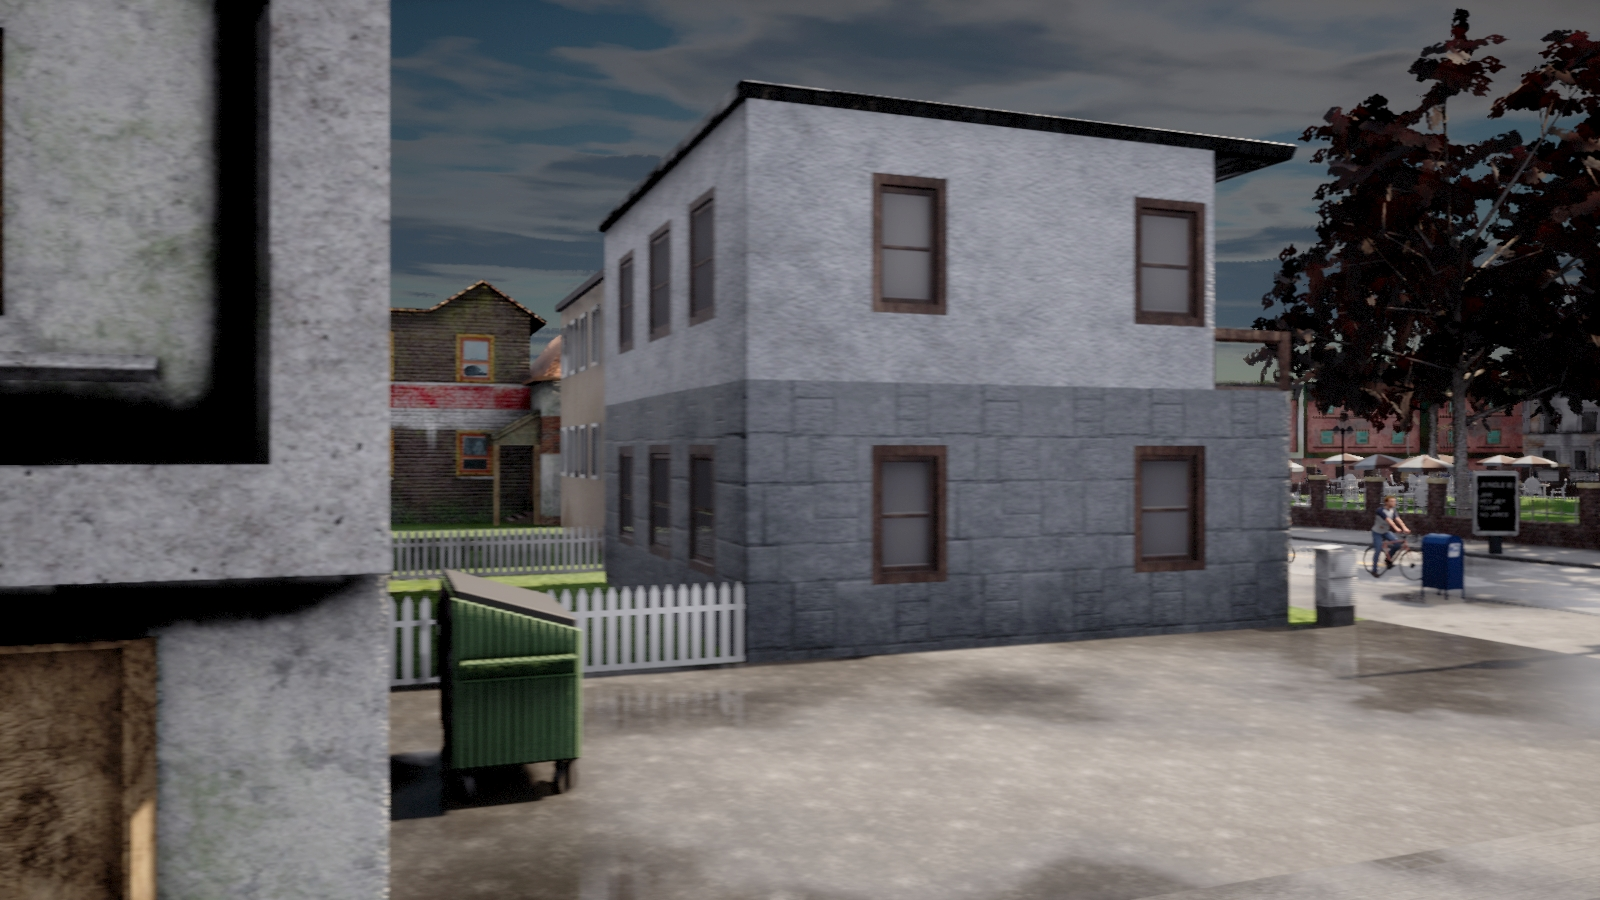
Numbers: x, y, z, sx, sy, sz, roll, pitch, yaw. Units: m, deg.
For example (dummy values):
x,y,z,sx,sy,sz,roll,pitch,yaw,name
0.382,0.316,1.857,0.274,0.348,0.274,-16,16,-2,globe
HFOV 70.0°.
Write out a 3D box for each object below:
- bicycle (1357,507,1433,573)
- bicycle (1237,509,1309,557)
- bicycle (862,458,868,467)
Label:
x,y,z,sx,sy,sz,roll,pitch,yaw,name
12.953,1.936,24.919,0.373,1.296,1.643,0,0,-21,bicycle
11.717,2.036,28.351,0.859,1.080,1.487,0,0,-21,bicycle
9.916,1.934,174.004,0.373,1.296,1.643,0,0,-20,bicycle
